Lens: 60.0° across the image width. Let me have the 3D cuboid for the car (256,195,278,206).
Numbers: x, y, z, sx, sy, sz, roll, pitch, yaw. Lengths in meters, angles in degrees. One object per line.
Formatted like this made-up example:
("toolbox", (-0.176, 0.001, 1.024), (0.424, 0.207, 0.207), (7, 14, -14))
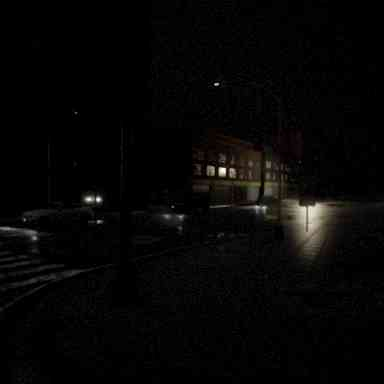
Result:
("car", (11.095, 1.213, 49.170), (2.128, 1.511, 4.902), (1, 1, 36))

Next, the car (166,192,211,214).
("car", (-0.209, 1.014, 33.444), (2.150, 2.045, 5.566), (1, 1, 35))

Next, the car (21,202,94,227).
("car", (-8.602, 1.375, 21.664), (1.812, 1.442, 4.674), (1, 1, 35))
